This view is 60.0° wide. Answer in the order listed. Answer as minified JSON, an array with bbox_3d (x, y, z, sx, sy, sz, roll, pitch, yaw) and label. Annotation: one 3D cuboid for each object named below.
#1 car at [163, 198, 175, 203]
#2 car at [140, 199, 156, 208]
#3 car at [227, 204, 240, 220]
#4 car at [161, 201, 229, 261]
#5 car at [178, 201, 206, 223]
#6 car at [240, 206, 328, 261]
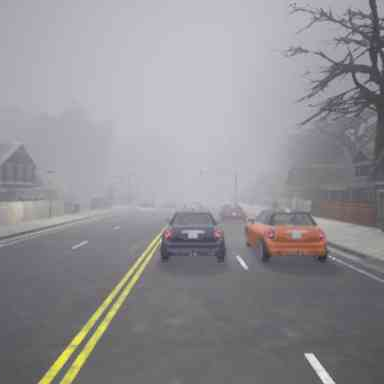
[{"bbox_3d":[-3.293,1.704,49.796,1.812,1.442,4.674,0,0,0],"label":"car"},{"bbox_3d":[-6.542,1.745,50.196,1.994,1.385,4.181,0,0,1],"label":"car"},{"bbox_3d":[3.302,1.666,27.821,1.994,1.385,4.181,0,0,1],"label":"car"},{"bbox_3d":[0.049,1.397,12.552,2.097,1.767,4.553,0,0,0],"label":"car"},{"bbox_3d":[0.050,1.593,27.640,2.128,1.511,4.902,0,0,1],"label":"car"},{"bbox_3d":[3.299,1.397,12.541,2.097,1.767,4.553,0,0,0],"label":"car"}]
